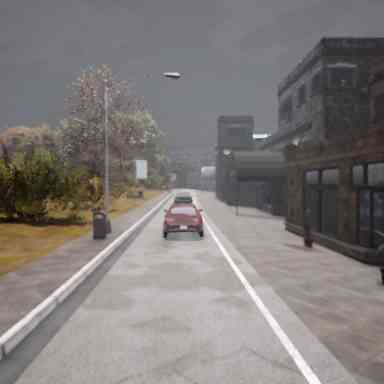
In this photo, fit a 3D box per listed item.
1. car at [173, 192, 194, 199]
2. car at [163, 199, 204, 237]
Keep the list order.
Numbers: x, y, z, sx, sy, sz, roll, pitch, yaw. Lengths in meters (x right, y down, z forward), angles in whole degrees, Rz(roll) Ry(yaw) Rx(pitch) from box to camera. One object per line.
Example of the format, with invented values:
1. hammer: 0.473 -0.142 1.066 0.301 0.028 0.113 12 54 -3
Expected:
1. car: -0.873 0.814 34.524 1.837 1.490 4.892 0 2 -1
2. car: -0.425 1.287 16.386 1.812 1.442 4.674 0 1 -2
